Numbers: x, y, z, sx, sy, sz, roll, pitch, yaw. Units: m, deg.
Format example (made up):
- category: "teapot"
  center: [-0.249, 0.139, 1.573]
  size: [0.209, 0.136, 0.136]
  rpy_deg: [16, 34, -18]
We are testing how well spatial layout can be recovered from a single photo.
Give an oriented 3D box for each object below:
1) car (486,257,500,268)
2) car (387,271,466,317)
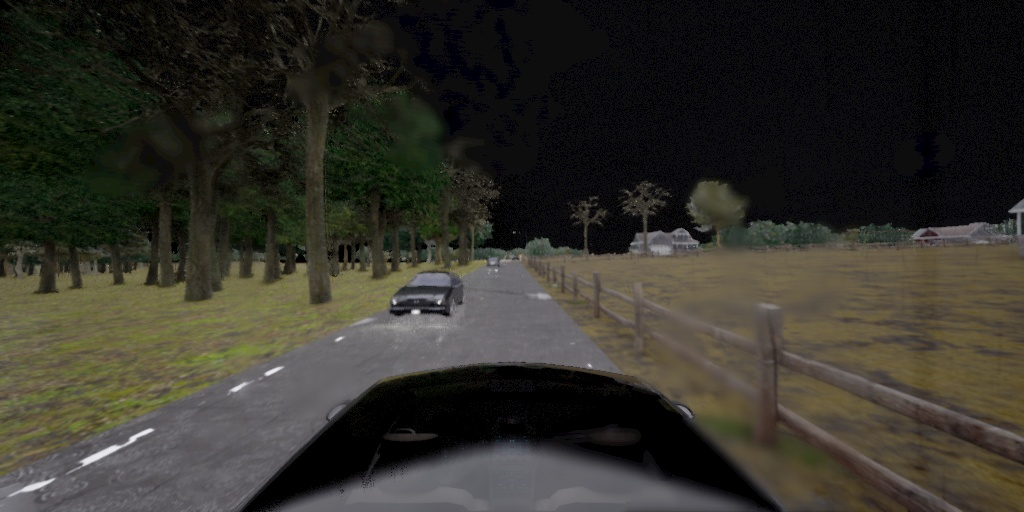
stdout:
- category: "car"
  center: [-2.805, 0.918, 54.072]
  size: [2.128, 1.511, 4.902]
  rpy_deg: [0, 1, 0]
- category: "car"
  center: [-2.847, 1.273, 13.283]
  size: [2.033, 1.411, 5.357]
  rpy_deg: [0, 0, 0]
